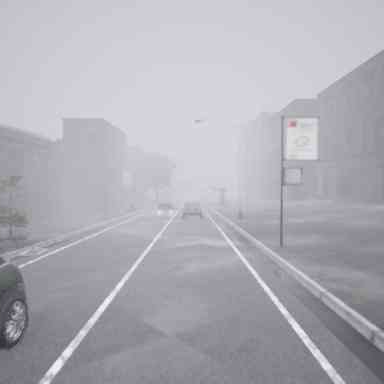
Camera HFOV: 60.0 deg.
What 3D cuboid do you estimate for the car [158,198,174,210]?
[{"bbox_3d":[-3.465,1.583,45.199,1.882,1.535,5.008,0,-1,0],"label":"car"}]

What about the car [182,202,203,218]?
[{"bbox_3d":[0.039,1.595,30.648,2.033,1.411,5.357,0,0,0],"label":"car"}]

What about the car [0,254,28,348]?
[{"bbox_3d":[-3.582,1.354,3.228,2.097,1.767,4.553,0,0,0],"label":"car"}]
